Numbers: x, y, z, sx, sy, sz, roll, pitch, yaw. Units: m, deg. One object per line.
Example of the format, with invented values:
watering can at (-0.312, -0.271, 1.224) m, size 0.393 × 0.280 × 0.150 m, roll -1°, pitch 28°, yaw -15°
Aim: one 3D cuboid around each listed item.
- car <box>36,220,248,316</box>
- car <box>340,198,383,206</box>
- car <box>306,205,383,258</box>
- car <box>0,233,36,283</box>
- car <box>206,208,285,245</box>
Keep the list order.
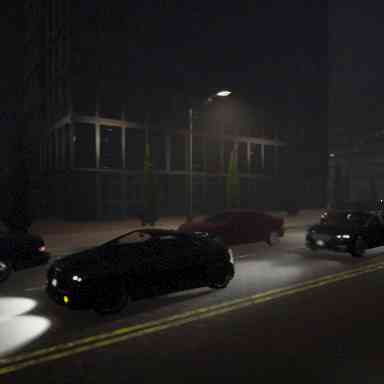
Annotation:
car at (-1.009, 1.559, 7.543) m, size 4.181 × 1.385 × 1.994 m, roll 0°, pitch 0°, yaw -35°
car at (9.504, 1.324, 19.327) m, size 4.553 × 1.767 × 2.097 m, roll 0°, pitch 0°, yaw -35°
car at (6.389, 1.473, 12.803) m, size 4.902 × 1.511 × 2.128 m, roll 0°, pitch 0°, yaw -35°
car at (-6.360, 1.549, 8.040) m, size 5.357 × 1.411 × 2.033 m, roll 0°, pitch 0°, yaw -35°
car at (1.723, 1.464, 13.793) m, size 5.008 × 1.535 × 1.882 m, roll 0°, pitch 0°, yaw -35°
